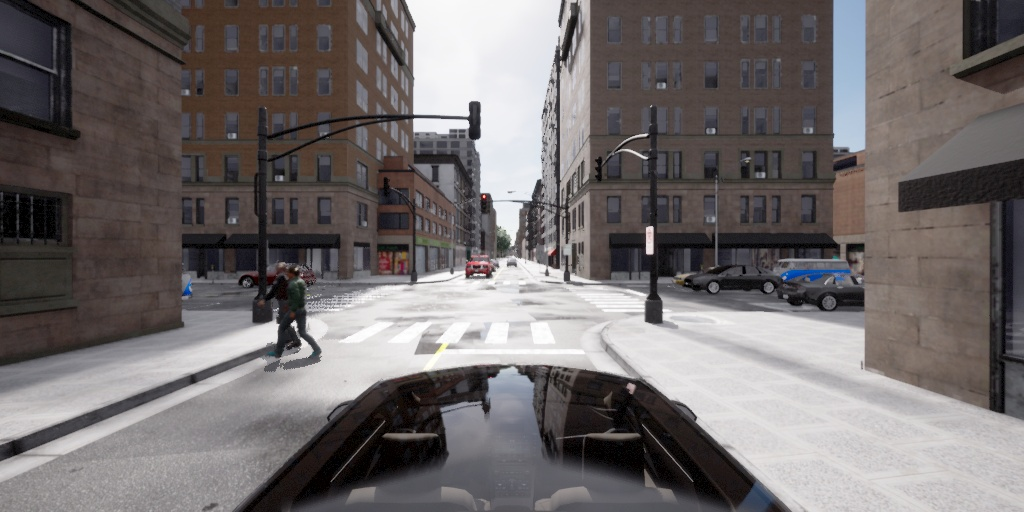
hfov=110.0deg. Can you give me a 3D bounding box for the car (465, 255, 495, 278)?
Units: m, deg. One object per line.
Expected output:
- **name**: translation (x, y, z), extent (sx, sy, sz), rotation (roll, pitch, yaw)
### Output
- **car**: translation (-3.102, 0.953, 34.258), extent (2.150, 2.045, 5.566), rotation (0, 0, 0)

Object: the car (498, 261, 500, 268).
- **car**: translation (-3.078, 1.266, 58.702), extent (1.994, 1.385, 4.181), rotation (0, 0, 1)

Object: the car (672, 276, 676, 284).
- **car**: translation (12.419, 1.258, 22.046), extent (4.829, 1.417, 1.751), rotation (0, 0, 1)

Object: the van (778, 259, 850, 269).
- **van**: translation (18.258, 1.074, 21.986), extent (3.998, 1.789, 1.690), rotation (0, 0, 1)

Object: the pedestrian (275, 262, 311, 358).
- **pedestrian**: translation (-4.199, 1.042, 6.885), extent (0.375, 1.860, 0.375), rotation (0, 0, 0)

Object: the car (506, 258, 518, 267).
- **car**: translation (-0.009, 1.242, 63.799), extent (2.033, 1.411, 5.357), rotation (0, 0, 0)

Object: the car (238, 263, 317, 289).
- **car**: translation (-14.605, 1.167, 22.323), extent (4.097, 1.591, 1.967), rotation (0, 0, 1)

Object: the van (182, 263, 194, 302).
- **van**: translation (-14.675, 1.086, 13.798), extent (3.998, 1.789, 1.690), rotation (0, 0, 1)

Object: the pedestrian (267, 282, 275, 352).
- **pedestrian**: translation (-4.810, 1.006, 7.595), extent (0.375, 1.860, 0.375), rotation (0, 0, 0)

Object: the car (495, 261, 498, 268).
- **car**: translation (-3.102, 1.246, 45.461), extent (1.812, 1.442, 4.674), rotation (0, 0, 0)

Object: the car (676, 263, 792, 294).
- **car**: translation (11.926, 1.243, 19.494), extent (4.892, 1.490, 1.837), rotation (0, 0, -1)

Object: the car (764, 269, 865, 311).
- **car**: translation (12.519, 1.301, 13.519), extent (4.403, 1.370, 2.007), rotation (0, 0, 1)
